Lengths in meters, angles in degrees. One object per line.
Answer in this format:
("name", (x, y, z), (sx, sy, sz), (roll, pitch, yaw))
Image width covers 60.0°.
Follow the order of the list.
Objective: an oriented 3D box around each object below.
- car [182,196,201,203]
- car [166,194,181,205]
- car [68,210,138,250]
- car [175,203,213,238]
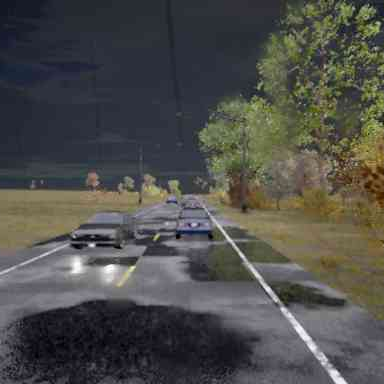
("car", (0.116, 1.506, 40.387), (2.033, 1.411, 5.357), (0, 0, 0))
("car", (-3.523, 1.422, 58.406), (1.882, 1.535, 5.008), (0, 0, 1))
("car", (-3.595, 1.531, 14.608), (2.033, 1.411, 5.357), (0, 0, 0))
("car", (0.104, 1.529, 17.582), (2.033, 1.411, 5.357), (0, 0, 0))
